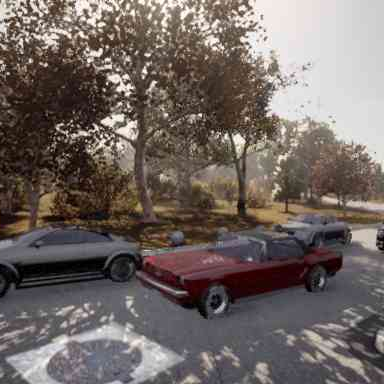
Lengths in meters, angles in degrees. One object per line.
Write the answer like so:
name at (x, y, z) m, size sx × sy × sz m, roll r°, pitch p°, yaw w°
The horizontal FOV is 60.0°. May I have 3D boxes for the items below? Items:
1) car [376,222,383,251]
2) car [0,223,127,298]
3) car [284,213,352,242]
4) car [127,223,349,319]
car at (9.174, 1.613, 13.520) m, size 4.902 × 1.511 × 2.128 m, roll 1°, pitch 0°, yaw -42°
car at (-3.323, 1.474, 8.045) m, size 4.181 × 1.385 × 1.994 m, roll 1°, pitch 0°, yaw -29°
car at (5.161, 1.602, 14.341) m, size 4.181 × 1.385 × 1.994 m, roll 1°, pitch 0°, yaw -41°
car at (1.200, 1.582, 7.390) m, size 4.718 × 1.301 × 1.895 m, roll 1°, pitch 0°, yaw -34°
